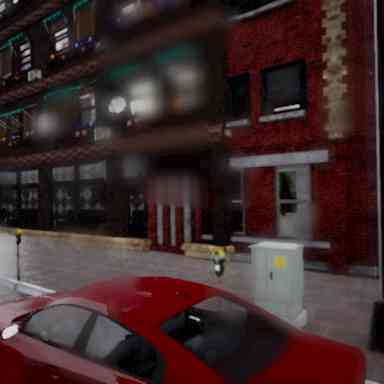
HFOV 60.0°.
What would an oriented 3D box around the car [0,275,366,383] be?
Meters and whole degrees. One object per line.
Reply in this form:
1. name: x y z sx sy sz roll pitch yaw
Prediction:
1. car: -0.688 1.568 3.383 4.507 1.381 1.887 -1 -1 36
